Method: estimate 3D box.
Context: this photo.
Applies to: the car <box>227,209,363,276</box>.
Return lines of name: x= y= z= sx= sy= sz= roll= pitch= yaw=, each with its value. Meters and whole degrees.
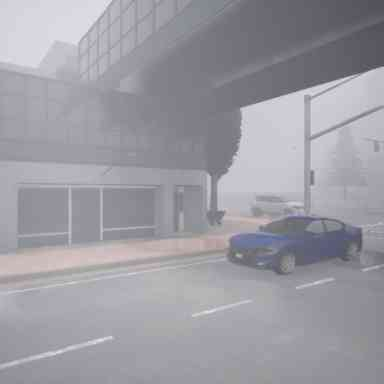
car: x=3.360 y=1.477 z=10.499 sx=5.008 sy=1.535 sz=1.882 roll=0 pitch=0 yaw=-34

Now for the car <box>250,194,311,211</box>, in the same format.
car: x=7.404 y=1.219 z=28.277 sx=2.150 sy=2.045 sz=5.566 roll=0 pitch=0 yaw=-36
